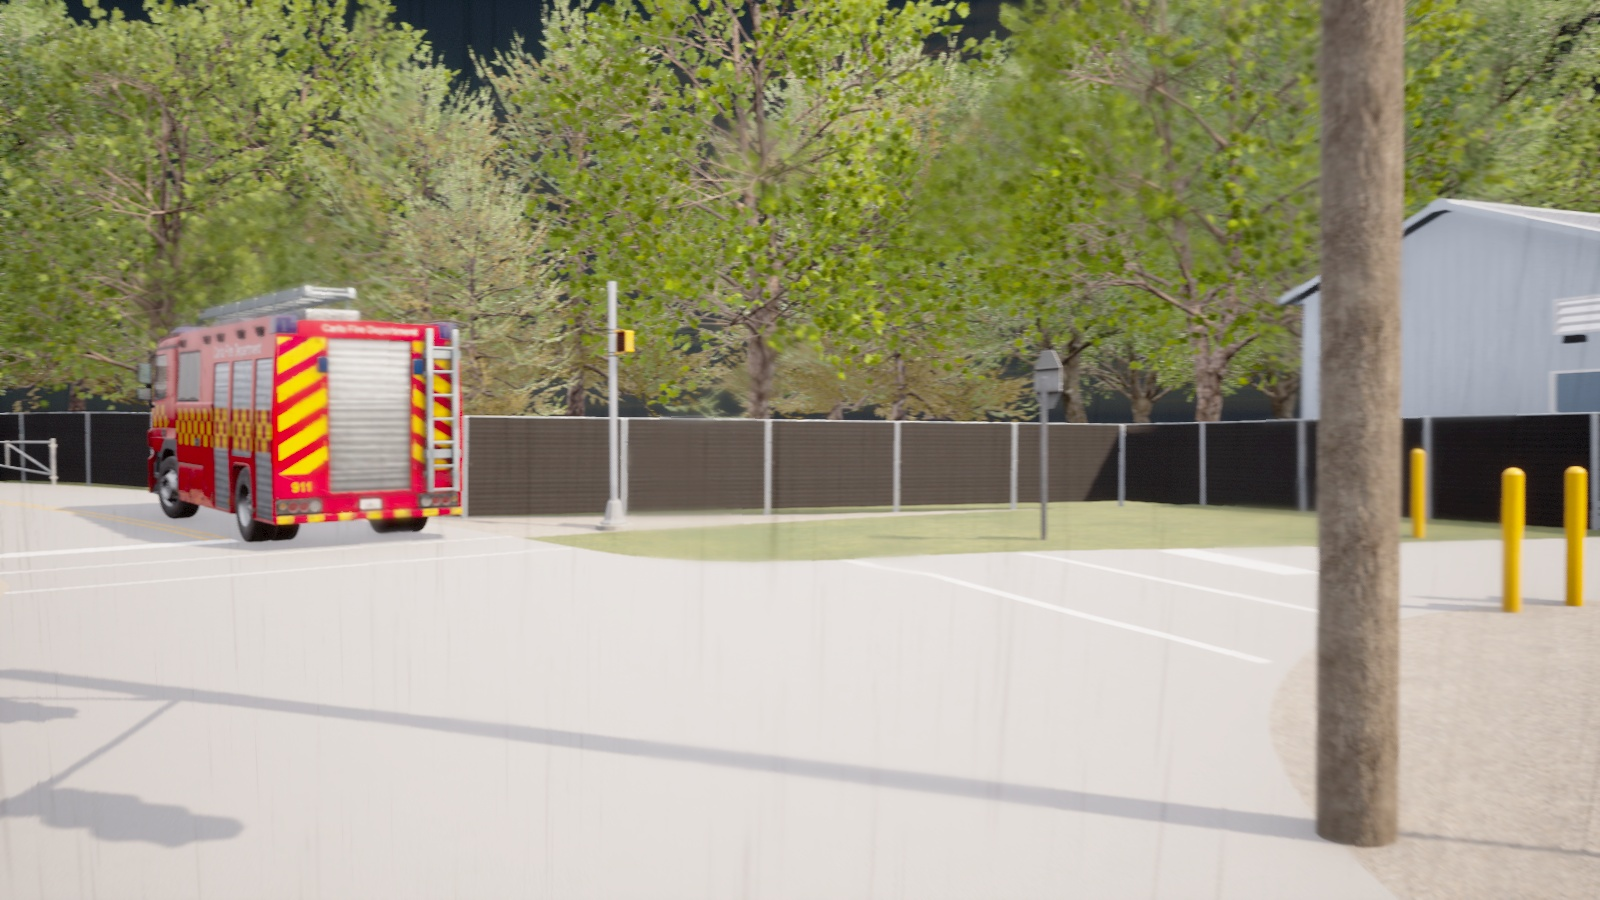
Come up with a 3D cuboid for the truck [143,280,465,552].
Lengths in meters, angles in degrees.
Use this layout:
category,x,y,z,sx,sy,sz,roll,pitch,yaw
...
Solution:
category,x,y,z,sx,sy,sz,roll,pitch,yaw
truck,-8.953,-0.619,21.903,2.891,3.827,8.468,-1,3,-38
